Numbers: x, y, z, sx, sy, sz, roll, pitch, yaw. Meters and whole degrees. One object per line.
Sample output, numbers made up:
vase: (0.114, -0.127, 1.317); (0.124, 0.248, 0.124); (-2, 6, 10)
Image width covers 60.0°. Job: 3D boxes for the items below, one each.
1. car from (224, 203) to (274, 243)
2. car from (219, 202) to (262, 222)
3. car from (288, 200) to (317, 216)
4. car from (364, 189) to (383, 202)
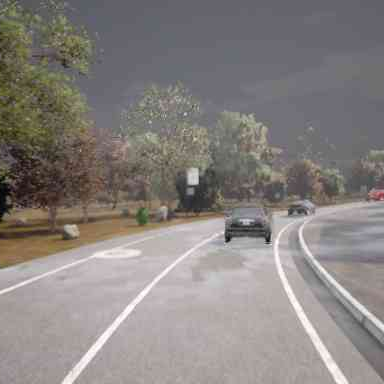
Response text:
car: (2.979, 1.411, 16.748); (2.097, 1.767, 4.553); (-1, -1, 15)
car: (4.363, 1.707, 28.988); (2.128, 1.511, 4.902); (-3, -1, 28)
car: (11.146, 1.569, 33.529); (1.837, 1.490, 4.892); (-4, -2, 34)
car: (32.686, 0.600, 59.118); (5.566, 2.045, 2.150); (-4, -2, -39)
